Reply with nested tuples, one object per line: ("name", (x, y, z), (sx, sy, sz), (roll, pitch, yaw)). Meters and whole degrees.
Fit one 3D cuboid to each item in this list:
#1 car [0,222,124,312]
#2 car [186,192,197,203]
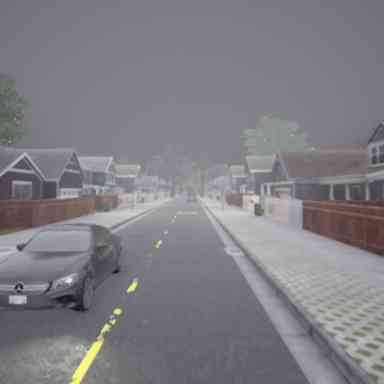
("car", (-2.832, 1.491, 7.758), (1.812, 1.442, 4.674), (0, 0, 0))
("car", (-0.044, 1.287, 63.686), (1.994, 1.385, 4.181), (0, 0, 0))
